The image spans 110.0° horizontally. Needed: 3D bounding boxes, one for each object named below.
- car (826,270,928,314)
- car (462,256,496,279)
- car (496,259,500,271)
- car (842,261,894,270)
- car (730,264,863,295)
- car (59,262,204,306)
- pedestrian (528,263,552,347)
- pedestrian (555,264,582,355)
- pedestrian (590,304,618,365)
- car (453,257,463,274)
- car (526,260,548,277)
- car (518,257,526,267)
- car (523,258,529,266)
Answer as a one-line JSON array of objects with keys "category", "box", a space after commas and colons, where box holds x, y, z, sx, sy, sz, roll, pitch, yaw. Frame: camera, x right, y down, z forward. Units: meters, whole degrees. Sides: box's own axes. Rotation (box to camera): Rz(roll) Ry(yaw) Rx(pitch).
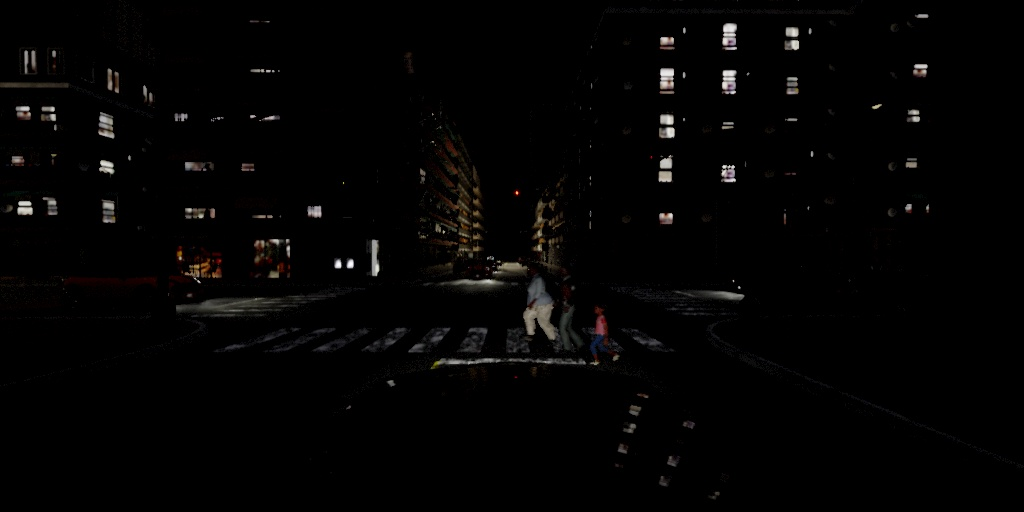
[{"category": "car", "box": [14.726, 1.342, 13.267, 4.313, 1.339, 1.948, 0, 0, -1]}, {"category": "car", "box": [-2.852, 1.077, 31.871, 2.097, 1.767, 4.553, 0, 0, 0]}, {"category": "car", "box": [-2.848, 1.216, 46.574, 1.837, 1.490, 4.892, 0, 0, 0]}, {"category": "car", "box": [20.240, 1.101, 21.199, 4.097, 1.591, 1.967, 0, 0, -1]}, {"category": "car", "box": [14.478, 1.249, 18.672, 5.357, 1.411, 2.033, 0, 1, -1]}, {"category": "car", "box": [-16.084, 1.125, 15.399, 4.553, 1.767, 2.097, 0, 1, 0]}, {"category": "pedestrian", "box": [0.601, 1.039, 7.848, 0.375, 1.860, 0.375, -1, 1, 0]}, {"category": "pedestrian", "box": [1.133, 1.040, 7.248, 0.375, 1.860, 0.375, -1, 1, 0]}, {"category": "pedestrian", "box": [1.667, 1.040, 6.649, 0.375, 1.860, 0.375, -1, 1, 0]}, {"category": "car", "box": [-5.325, 1.031, 40.163, 2.192, 1.841, 5.009, 0, 0, 0]}, {"category": "car", "box": [2.557, 1.304, 34.566, 1.802, 1.307, 4.207, 0, 0, 0]}, {"category": "car", "box": [2.551, 1.240, 62.262, 1.888, 1.381, 4.507, 0, 0, 0]}, {"category": "car", "box": [2.556, 1.267, 40.105, 2.007, 1.370, 4.403, 0, 0, 0]}]
